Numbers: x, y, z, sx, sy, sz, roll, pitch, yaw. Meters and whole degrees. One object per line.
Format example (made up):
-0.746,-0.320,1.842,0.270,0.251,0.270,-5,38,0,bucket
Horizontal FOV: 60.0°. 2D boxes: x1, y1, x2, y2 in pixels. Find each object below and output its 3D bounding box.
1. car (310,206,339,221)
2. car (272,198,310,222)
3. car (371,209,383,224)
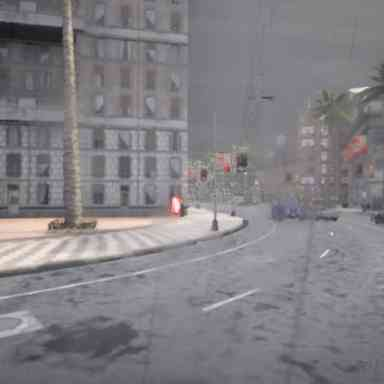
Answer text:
12.325,2.009,31.860,1.895,1.301,4.718,0,-1,2,car
8.775,1.610,30.716,2.150,2.045,5.566,0,-1,4,car
15.208,1.877,24.921,2.033,1.411,5.357,0,-1,11,car
